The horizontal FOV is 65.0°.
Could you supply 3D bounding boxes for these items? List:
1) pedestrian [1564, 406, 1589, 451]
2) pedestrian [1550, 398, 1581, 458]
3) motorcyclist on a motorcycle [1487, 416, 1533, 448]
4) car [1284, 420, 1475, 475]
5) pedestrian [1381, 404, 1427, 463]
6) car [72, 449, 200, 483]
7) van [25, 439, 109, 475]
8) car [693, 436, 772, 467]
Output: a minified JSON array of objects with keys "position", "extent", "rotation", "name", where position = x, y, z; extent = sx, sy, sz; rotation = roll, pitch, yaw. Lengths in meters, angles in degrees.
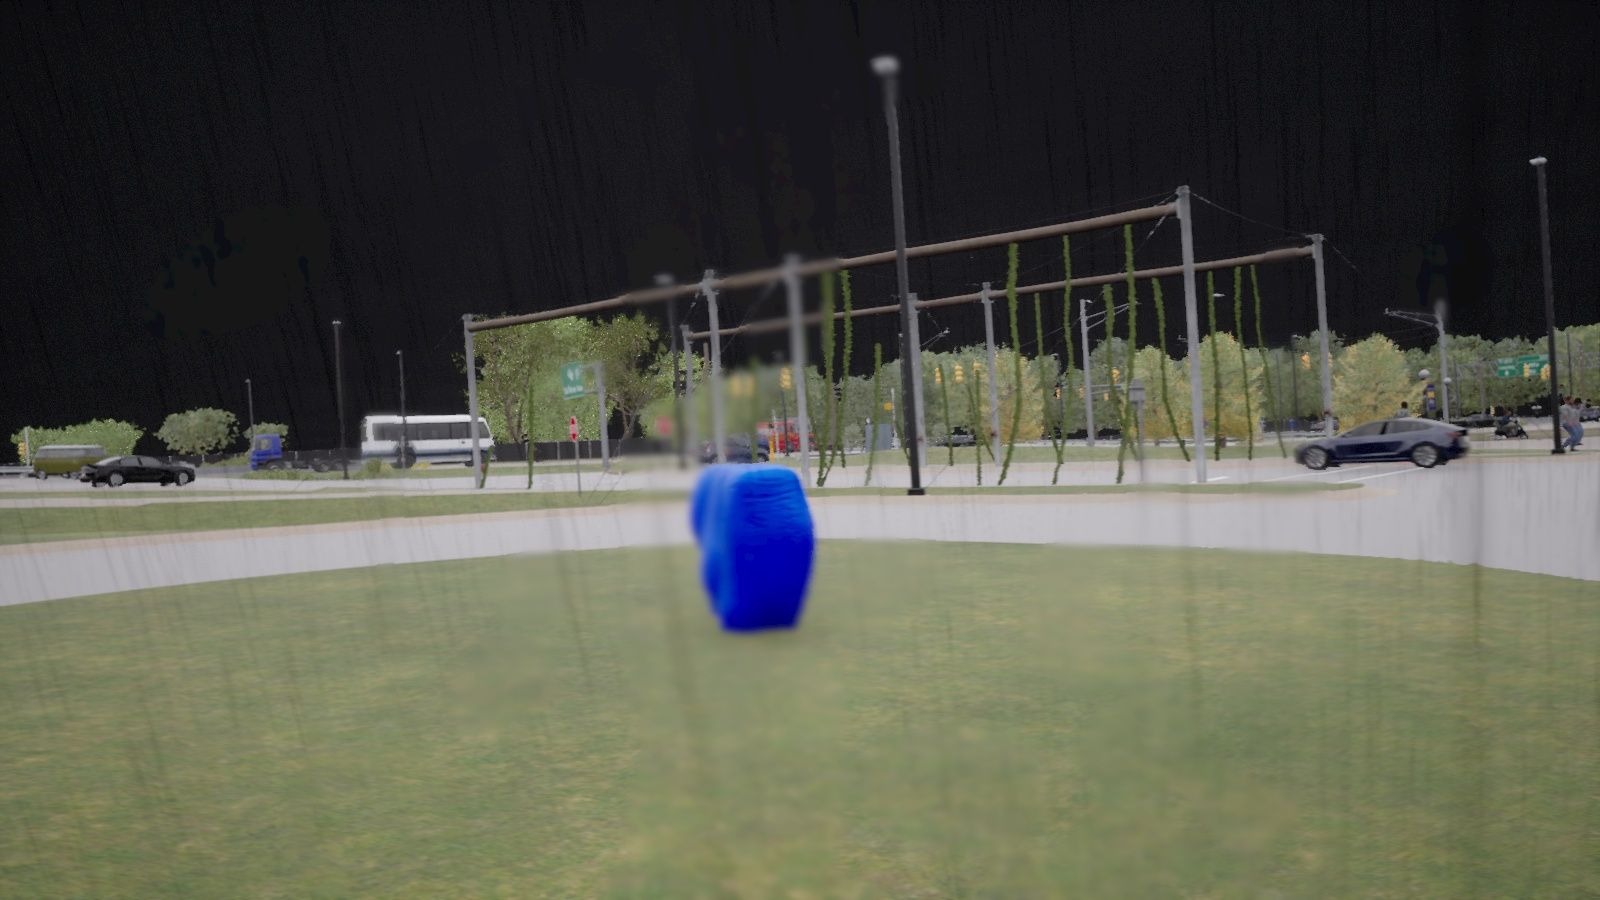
[{"position":[32.102,-0.883,51.930],"extent":[0.354,1.836,0.706],"rotation":[-3,0,-31],"name":"pedestrian"},{"position":[24.119,-0.681,39.556],"extent":[0.706,1.836,0.354],"rotation":[-3,0,37],"name":"pedestrian"},{"position":[36.894,-0.940,65.280],"extent":[0.866,1.590,1.817],"rotation":[-3,0,-32],"name":"motorcyclist on a motorcycle"},{"position":[17.340,-0.060,37.692],"extent":[4.792,1.488,2.163],"rotation":[-2,1,38],"name":"car"},{"position":[19.468,-0.532,40.490],"extent":[0.900,1.855,0.874],"rotation":[-3,0,-30],"name":"pedestrian"},{"position":[-31.407,0.743,59.532],"extent":[1.882,1.535,5.008],"rotation":[-1,-1,38],"name":"car"},{"position":[-42.241,0.376,72.410],"extent":[4.442,1.987,1.775],"rotation":[0,1,22],"name":"van"},{"position":[-3.795,0.085,70.881],"extent":[3.988,1.617,1.851],"rotation":[-1,-1,-29],"name":"car"}]
